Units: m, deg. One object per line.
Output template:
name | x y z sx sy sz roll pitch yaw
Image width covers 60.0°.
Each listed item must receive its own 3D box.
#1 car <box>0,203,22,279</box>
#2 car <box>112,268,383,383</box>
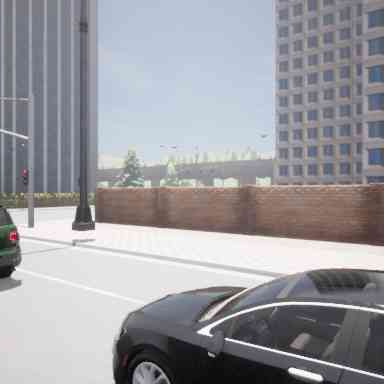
car | -6.735 1.221 8.778 5.566 2.045 2.150 0 0 35
car | 1.343 1.505 3.035 4.892 1.490 1.837 0 0 36
